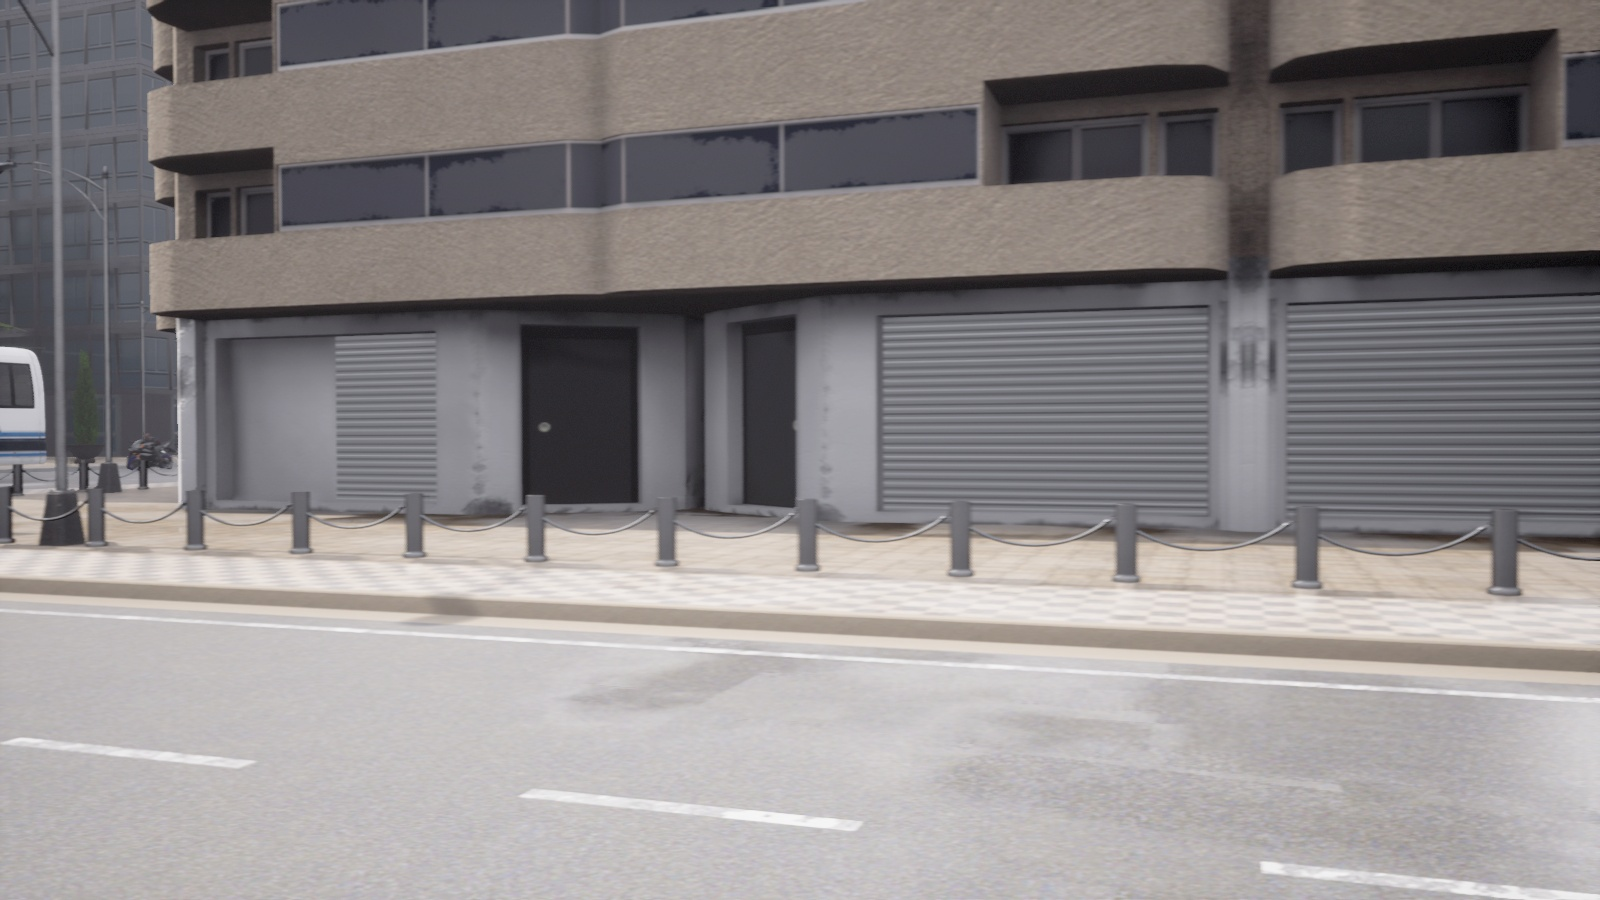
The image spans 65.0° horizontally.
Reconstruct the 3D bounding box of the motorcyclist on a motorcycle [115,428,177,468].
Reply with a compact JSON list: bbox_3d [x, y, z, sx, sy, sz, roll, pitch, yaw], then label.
[{"bbox_3d":[-25.931,-0.089,49.817,0.866,1.530,2.191,1,1,19],"label":"motorcyclist on a motorcycle"}]

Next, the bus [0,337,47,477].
[{"bbox_3d":[-27.210,-1.272,35.253,3.944,4.253,10.273,1,1,19],"label":"bus"}]
